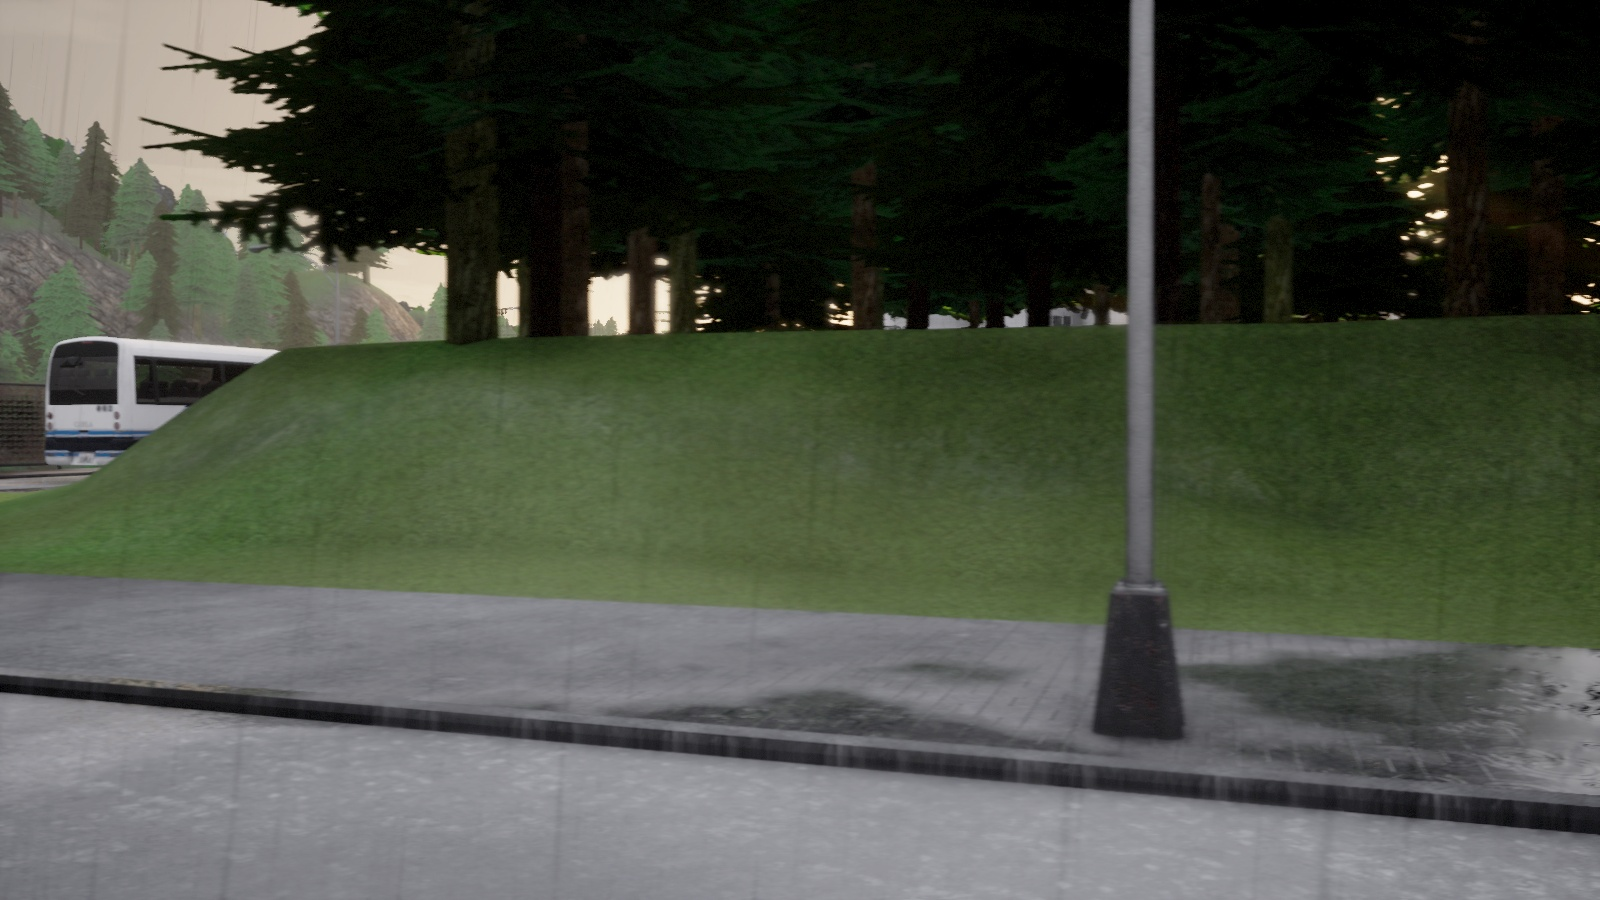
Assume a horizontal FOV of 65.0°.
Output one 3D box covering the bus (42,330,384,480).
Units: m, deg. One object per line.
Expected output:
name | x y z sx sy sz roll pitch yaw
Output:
bus | -18.708 -1.377 41.199 3.944 4.253 10.273 1 1 21
